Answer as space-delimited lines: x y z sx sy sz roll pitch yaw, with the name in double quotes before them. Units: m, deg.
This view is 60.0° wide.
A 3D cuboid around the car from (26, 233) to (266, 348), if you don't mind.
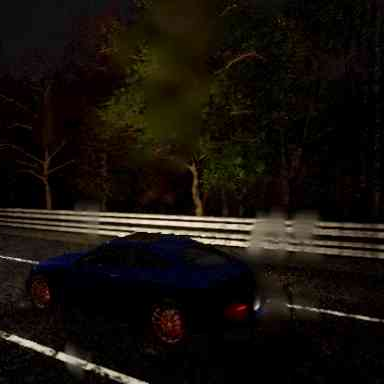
"car" -1.012 1.499 6.145 4.674 1.442 1.812 0 0 30
